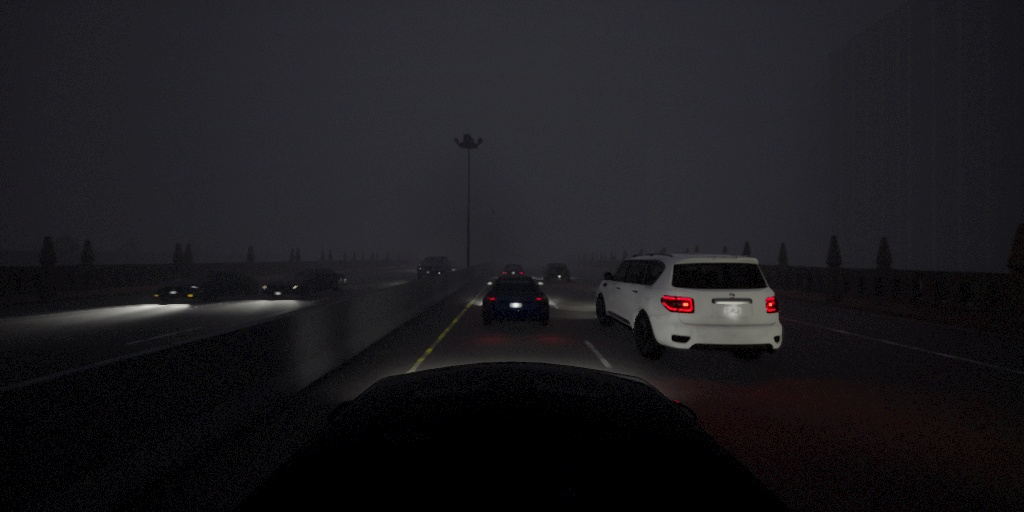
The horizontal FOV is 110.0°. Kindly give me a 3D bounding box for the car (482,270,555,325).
[{"bbox_3d":[0.104,1.327,11.864,1.994,1.385,4.181,0,0,0],"label":"car"}]

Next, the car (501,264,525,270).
[{"bbox_3d":[0.106,1.352,29.785,2.033,1.411,5.357,0,0,0],"label":"car"}]

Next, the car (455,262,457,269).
[{"bbox_3d":[-10.522,1.433,60.609,1.837,1.490,4.892,0,0,1],"label":"car"}]

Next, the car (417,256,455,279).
[{"bbox_3d":[-7.092,1.036,33.101,2.150,2.045,5.566,0,0,1],"label":"car"}]

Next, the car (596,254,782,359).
[{"bbox_3d":[3.601,0.980,8.540,2.150,2.045,5.566,0,0,0],"label":"car"}]

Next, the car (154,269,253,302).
[{"bbox_3d":[-14.096,1.334,16.903,1.994,1.385,4.181,0,0,0],"label":"car"}]

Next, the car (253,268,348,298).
[{"bbox_3d":[-10.597,1.323,18.887,2.033,1.411,5.357,0,0,0],"label":"car"}]

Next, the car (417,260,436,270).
[{"bbox_3d":[-14.018,1.392,58.932,1.882,1.535,5.008,0,0,1],"label":"car"}]

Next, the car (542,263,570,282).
[{"bbox_3d":[3.605,1.309,29.567,1.837,1.490,4.892,0,0,0],"label":"car"}]
